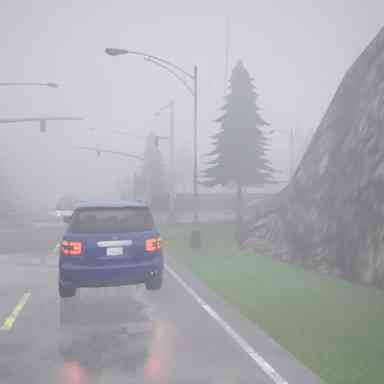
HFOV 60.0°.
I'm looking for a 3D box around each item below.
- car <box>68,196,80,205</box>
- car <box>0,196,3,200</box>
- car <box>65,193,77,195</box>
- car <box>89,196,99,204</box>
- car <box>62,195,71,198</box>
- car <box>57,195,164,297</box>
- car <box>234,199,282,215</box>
[{"bbox_3d":[-21.980,1.562,62.130,1.994,1.385,4.181,0,0,-16],"label":"car"},{"bbox_3d":[-36.278,1.371,61.347,1.845,1.501,3.633,0,0,-16],"label":"car"},{"bbox_3d":[-19.119,1.220,52.437,2.150,2.045,5.566,0,0,-17],"label":"car"},{"bbox_3d":[-19.029,1.523,64.602,1.812,1.442,4.674,0,0,-17],"label":"car"},{"bbox_3d":[-16.252,1.490,42.885,2.128,1.511,4.902,0,0,-17],"label":"car"},{"bbox_3d":[-2.214,1.221,8.890,2.150,2.045,5.566,0,0,-16],"label":"car"},{"bbox_3d":[6.623,1.504,33.222,4.892,1.490,1.837,0,0,-18],"label":"car"}]
